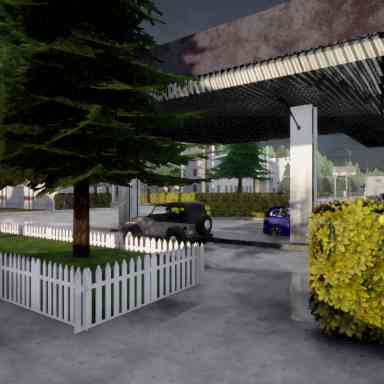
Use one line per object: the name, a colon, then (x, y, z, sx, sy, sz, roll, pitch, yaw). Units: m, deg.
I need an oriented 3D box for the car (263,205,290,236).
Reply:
car: (5.787, 1.480, 16.009, 4.611, 1.667, 2.242, 0, 0, 35)

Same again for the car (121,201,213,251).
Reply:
car: (-1.014, 1.313, 13.860, 3.866, 1.878, 1.905, 0, 0, 35)

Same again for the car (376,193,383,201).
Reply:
car: (25.742, 1.077, 43.543, 1.905, 1.878, 3.866, 0, 0, 35)

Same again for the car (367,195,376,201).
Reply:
car: (33.007, 1.298, 60.284, 2.007, 1.523, 4.514, 0, 0, 35)
